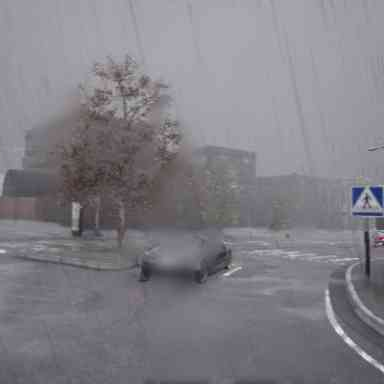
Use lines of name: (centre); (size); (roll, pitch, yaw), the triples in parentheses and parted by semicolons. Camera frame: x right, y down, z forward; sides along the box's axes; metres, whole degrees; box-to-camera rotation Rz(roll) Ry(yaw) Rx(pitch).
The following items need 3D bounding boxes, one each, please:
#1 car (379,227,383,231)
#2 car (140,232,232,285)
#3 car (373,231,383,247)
car: (39.457, 8.082, 67.102); (2.435, 2.045, 5.566); (-1, -5, 45)
car: (-0.002, 2.053, 11.246); (1.994, 1.385, 4.181); (0, -3, 21)
car: (22.385, 5.631, 38.128); (4.892, 1.490, 1.837); (8, -6, -45)
